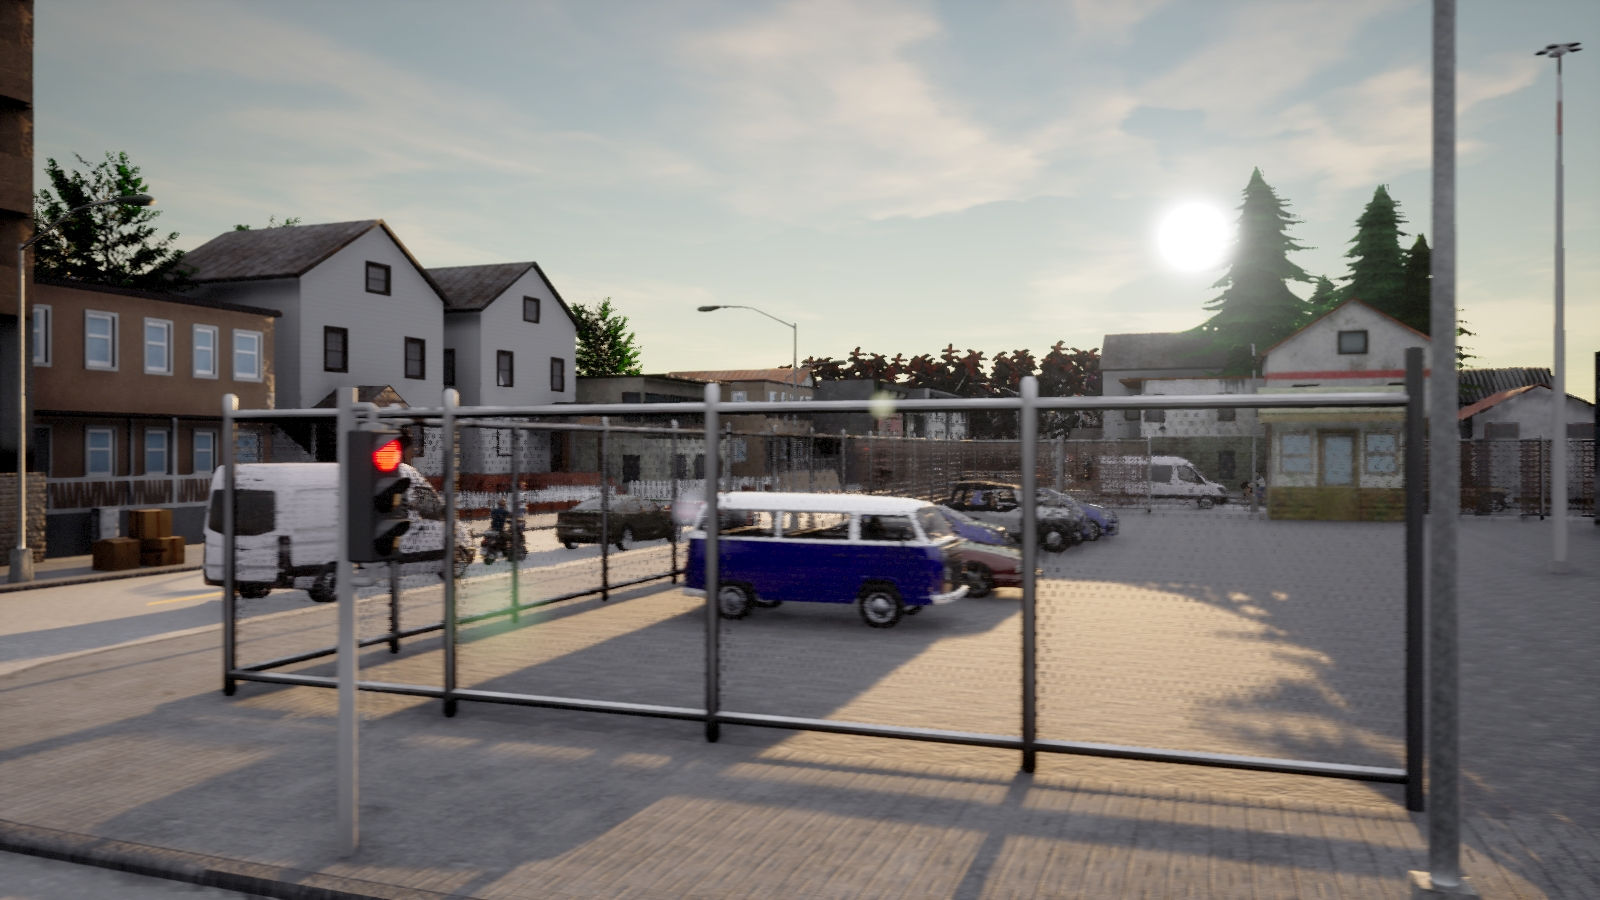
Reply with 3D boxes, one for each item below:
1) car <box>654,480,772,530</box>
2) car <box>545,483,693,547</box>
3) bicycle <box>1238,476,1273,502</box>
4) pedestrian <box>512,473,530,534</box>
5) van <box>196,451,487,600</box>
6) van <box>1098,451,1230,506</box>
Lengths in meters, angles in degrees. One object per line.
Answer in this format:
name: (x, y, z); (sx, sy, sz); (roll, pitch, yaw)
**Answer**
car: (-2.900, 1.841, 39.440); (2.231, 1.480, 4.892); (0, 0, 20)
car: (-5.144, 1.814, 33.249); (2.097, 1.535, 5.006); (0, 0, 20)
bicycle: (22.636, 1.936, 56.798); (1.643, 1.296, 0.373); (0, 0, 20)
pedestrian: (-8.572, 1.628, 35.076); (0.375, 1.860, 0.375); (0, 0, 30)
van: (-8.891, 1.314, 22.923); (1.988, 2.561, 5.915); (0, 0, 20)
van: (17.331, 1.314, 54.466); (5.915, 2.561, 1.988); (0, 0, 20)
